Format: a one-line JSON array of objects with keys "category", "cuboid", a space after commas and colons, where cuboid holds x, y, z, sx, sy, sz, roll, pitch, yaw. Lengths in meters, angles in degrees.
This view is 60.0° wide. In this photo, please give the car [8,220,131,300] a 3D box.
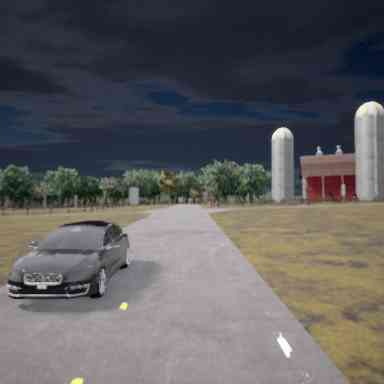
[{"category": "car", "cuboid": [-2.845, 1.563, 8.731, 1.837, 1.490, 4.892, 0, 0, 0]}]
